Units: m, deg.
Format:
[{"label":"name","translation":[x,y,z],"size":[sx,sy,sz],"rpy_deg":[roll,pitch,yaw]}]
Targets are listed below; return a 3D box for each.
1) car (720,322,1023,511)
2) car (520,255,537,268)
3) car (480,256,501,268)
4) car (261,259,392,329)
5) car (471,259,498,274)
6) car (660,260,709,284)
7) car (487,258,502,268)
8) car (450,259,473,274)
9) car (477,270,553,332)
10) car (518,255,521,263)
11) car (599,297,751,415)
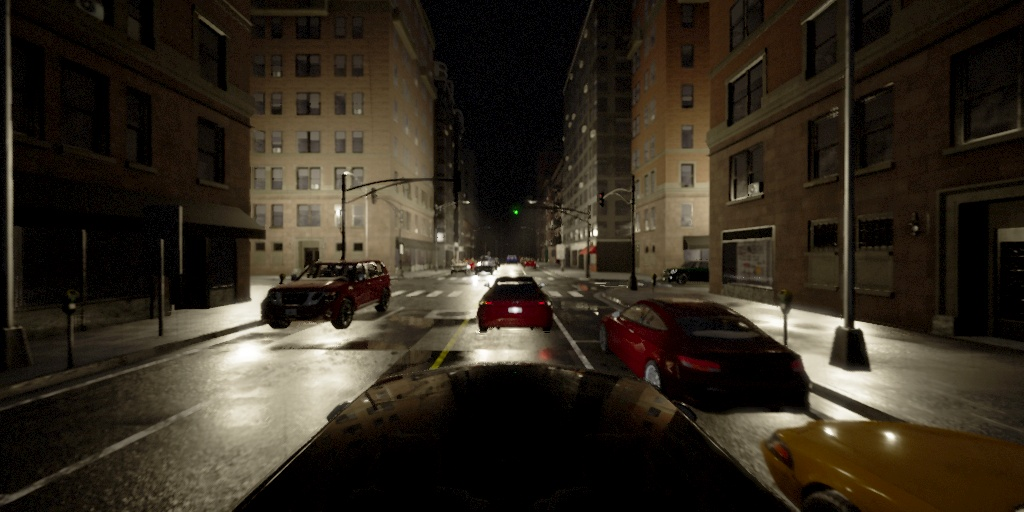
[{"label":"car","translation":[2.636,1.279,0.585],"size":[1.751,1.417,4.829],"rpy_deg":[0,0,0]},{"label":"car","translation":[2.648,1.012,54.067],"size":[1.967,1.591,4.097],"rpy_deg":[0,0,0]},{"label":"car","translation":[-2.831,1.088,47.429],"size":[2.128,1.511,4.902],"rpy_deg":[0,0,0]},{"label":"car","translation":[-5.386,1.033,11.250],"size":[2.192,1.841,5.009],"rpy_deg":[0,0,0]},{"label":"car","translation":[-2.842,1.231,37.860],"size":[1.895,1.301,4.718],"rpy_deg":[0,0,0]},{"label":"car","translation":[13.171,1.088,25.832],"size":[4.553,1.767,2.097],"rpy_deg":[0,0,0]},{"label":"car","translation":[-2.795,1.051,57.580],"size":[2.128,1.511,4.902],"rpy_deg":[0,0,0]},{"label":"car","translation":[-5.381,1.181,37.714],"size":[2.007,1.370,4.403],"rpy_deg":[0,0,0]},{"label":"car","translation":[0.090,1.284,10.794],"size":[1.994,1.385,4.181],"rpy_deg":[0,0,0]},{"label":"car","translation":[2.650,0.971,64.976],"size":[1.967,1.591,4.097],"rpy_deg":[0,0,0]},{"label":"car","translation":[2.638,1.318,5.827],"size":[1.802,1.307,4.207],"rpy_deg":[0,0,0]}]
